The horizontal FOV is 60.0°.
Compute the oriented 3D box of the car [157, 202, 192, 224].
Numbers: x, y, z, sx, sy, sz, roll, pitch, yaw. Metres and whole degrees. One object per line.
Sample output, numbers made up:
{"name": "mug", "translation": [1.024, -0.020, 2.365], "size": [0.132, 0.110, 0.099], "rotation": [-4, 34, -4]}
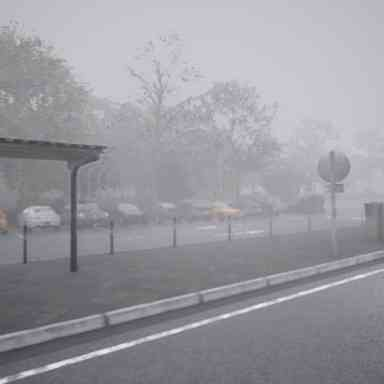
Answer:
{"name": "car", "translation": [-2.501, 1.517, 24.936], "size": [2.231, 1.521, 4.892], "rotation": [0, 0, -36]}

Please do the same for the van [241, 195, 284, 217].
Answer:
{"name": "van", "translation": [6.591, 1.310, 31.304], "size": [1.878, 1.987, 4.442], "rotation": [0, 0, -36]}

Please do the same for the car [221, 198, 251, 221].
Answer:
{"name": "car", "translation": [2.116, 1.522, 28.018], "size": [1.946, 1.575, 5.366], "rotation": [0, 0, -36]}

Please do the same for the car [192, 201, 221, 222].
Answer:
{"name": "car", "translation": [-0.265, 1.550, 26.579], "size": [2.163, 1.488, 4.792], "rotation": [0, 0, -36]}

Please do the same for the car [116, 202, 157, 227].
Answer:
{"name": "car", "translation": [-4.765, 1.511, 23.332], "size": [2.097, 1.535, 5.008], "rotation": [0, 0, -36]}

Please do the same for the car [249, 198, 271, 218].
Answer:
{"name": "car", "translation": [4.250, 1.560, 29.809], "size": [2.163, 1.488, 4.792], "rotation": [0, 0, -36]}

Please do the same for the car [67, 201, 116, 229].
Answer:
{"name": "car", "translation": [-7.038, 1.381, 21.737], "size": [2.185, 1.767, 4.553], "rotation": [0, 0, -36]}

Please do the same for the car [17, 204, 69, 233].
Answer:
{"name": "car", "translation": [-9.276, 1.543, 20.095], "size": [2.002, 1.452, 4.674], "rotation": [0, 0, -36]}

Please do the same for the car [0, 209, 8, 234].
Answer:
{"name": "car", "translation": [-11.531, 1.499, 18.478], "size": [2.097, 1.535, 5.008], "rotation": [0, 0, -36]}
